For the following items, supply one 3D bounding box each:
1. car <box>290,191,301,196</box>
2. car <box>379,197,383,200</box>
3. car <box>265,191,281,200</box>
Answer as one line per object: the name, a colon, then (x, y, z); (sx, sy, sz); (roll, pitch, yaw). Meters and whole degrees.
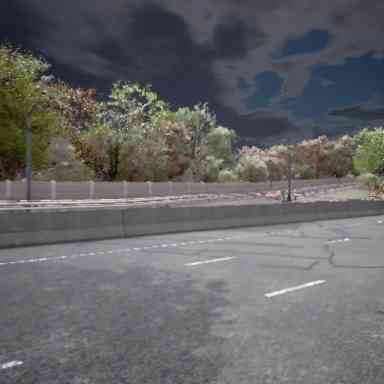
car: (23.985, 0.406, 77.585); (1.994, 1.385, 4.181); (0, 2, 33)
car: (30.459, 1.377, 51.431); (5.008, 1.535, 1.882); (0, 0, -35)
car: (15.634, 0.609, 64.310); (2.097, 1.767, 4.553); (0, 1, 31)
